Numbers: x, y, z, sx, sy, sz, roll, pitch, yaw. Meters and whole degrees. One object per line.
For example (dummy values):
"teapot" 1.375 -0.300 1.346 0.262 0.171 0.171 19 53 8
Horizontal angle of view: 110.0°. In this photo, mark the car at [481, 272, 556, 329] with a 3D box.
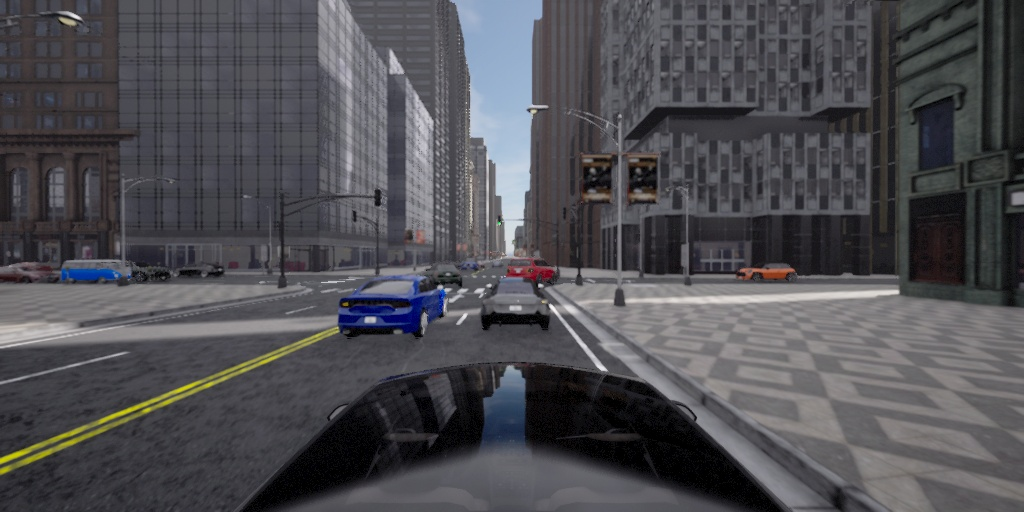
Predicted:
"car" 0.096 1.379 11.598 1.994 1.385 4.181 0 0 0

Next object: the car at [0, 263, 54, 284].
"car" -36.208 1.403 26.474 4.207 1.307 1.802 0 0 0

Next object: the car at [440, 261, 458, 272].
"car" -9.834 1.615 56.215 1.882 1.535 5.008 0 -1 0

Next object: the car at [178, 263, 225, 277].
"car" -30.556 1.364 34.997 4.313 1.339 1.948 0 0 0

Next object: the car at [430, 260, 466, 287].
"car" -5.184 1.293 26.195 2.097 1.767 4.553 0 -1 -23

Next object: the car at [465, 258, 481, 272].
"car" -6.577 1.363 56.560 2.150 2.045 5.566 0 -1 0

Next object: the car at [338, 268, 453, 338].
"car" -3.153 1.286 10.425 1.882 1.535 5.008 0 0 0

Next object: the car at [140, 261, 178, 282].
"car" -30.677 1.185 29.226 4.553 1.767 2.097 0 0 0

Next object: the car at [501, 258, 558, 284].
"car" 1.550 1.177 26.331 2.150 2.045 5.566 -2 -2 25

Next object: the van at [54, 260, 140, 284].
"van" -30.559 1.191 26.471 3.998 1.789 1.690 0 0 0

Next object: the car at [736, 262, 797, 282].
"car" 22.951 1.399 32.530 4.553 1.767 2.097 0 0 0
